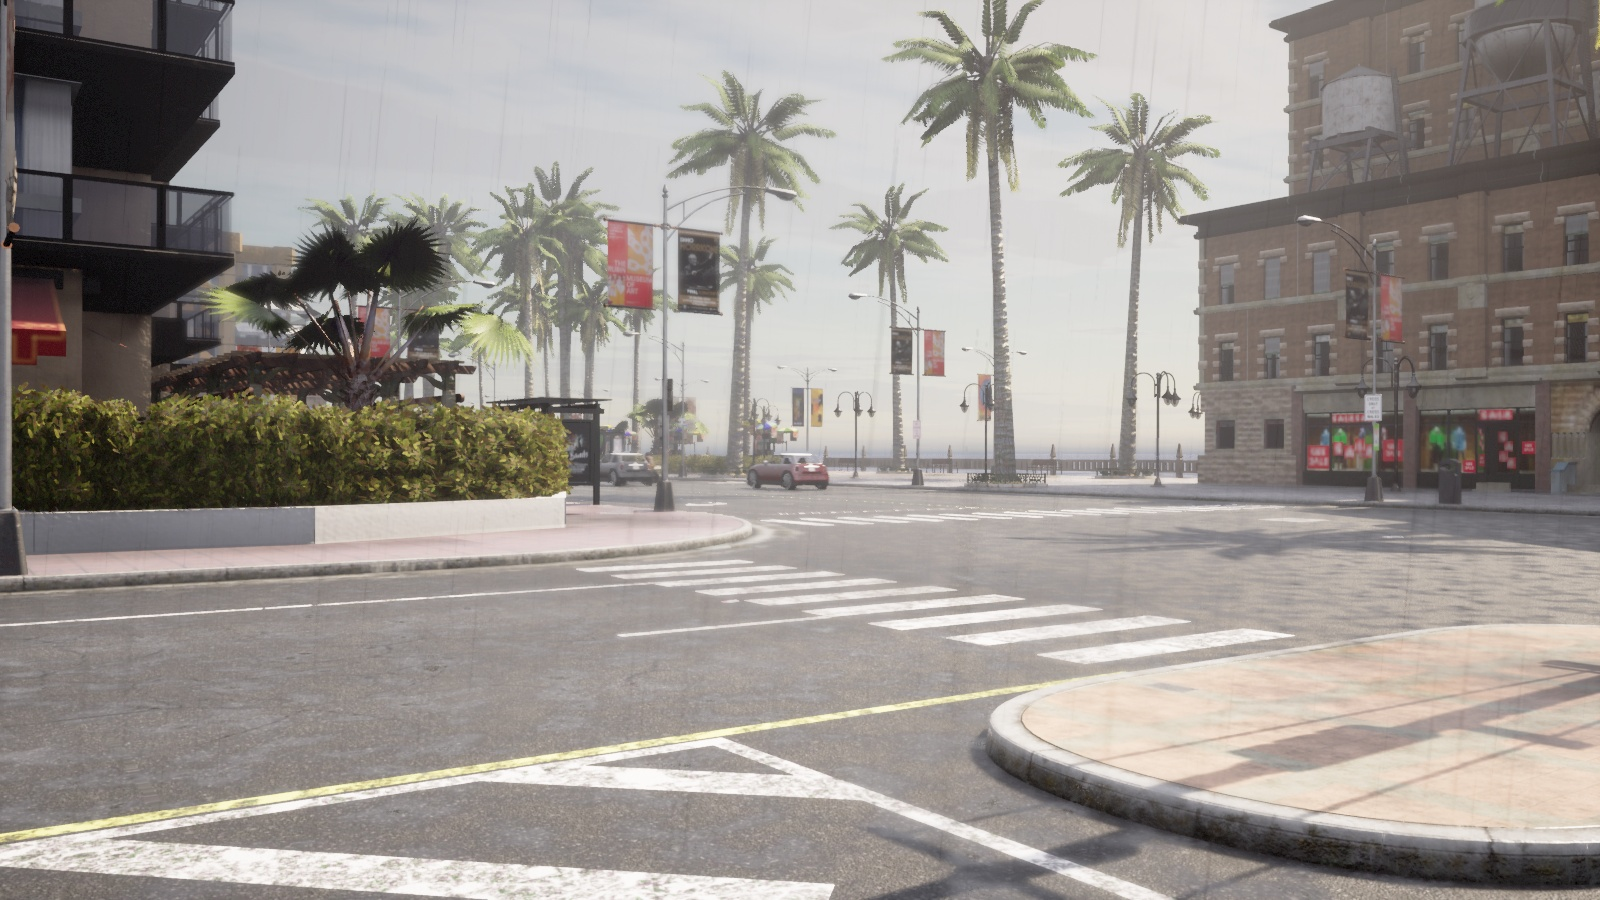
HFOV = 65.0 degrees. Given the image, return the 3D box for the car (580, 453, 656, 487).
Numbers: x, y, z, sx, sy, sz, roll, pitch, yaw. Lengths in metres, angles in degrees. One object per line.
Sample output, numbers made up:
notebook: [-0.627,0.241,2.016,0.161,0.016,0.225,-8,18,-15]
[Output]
car: [-8.277,0.867,56.921,1.970,1.475,3.806,0,0,-34]

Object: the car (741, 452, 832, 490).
car: [-0.574,0.838,51.855,1.970,1.475,3.806,0,0,-34]
